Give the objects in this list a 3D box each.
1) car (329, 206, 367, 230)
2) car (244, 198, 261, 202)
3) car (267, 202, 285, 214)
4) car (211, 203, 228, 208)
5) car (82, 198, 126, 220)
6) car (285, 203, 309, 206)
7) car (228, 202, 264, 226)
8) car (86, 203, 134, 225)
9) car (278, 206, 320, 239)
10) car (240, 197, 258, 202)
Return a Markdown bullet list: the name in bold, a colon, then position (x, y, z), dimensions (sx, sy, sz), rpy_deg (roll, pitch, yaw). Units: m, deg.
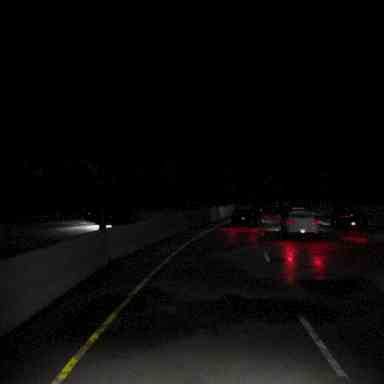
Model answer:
- **car**: position (10.859, 1.752, 23.258), dimensions (1.837, 1.490, 4.892), rpy_deg (-1, -1, 17)
- **car**: position (12.304, 2.307, 63.063), dimensions (1.994, 1.385, 4.181), rpy_deg (-1, -1, 39)
- **car**: position (10.575, 1.943, 40.963), dimensions (2.128, 1.511, 4.902), rpy_deg (-1, -1, 27)
- **car**: position (4.289, 2.122, 44.515), dimensions (1.895, 1.301, 4.718), rpy_deg (-1, -1, 28)
- **car**: position (-8.388, 1.620, 32.612), dimensions (2.150, 2.045, 5.566), rpy_deg (0, -1, 19)
- **car**: position (11.507, 1.866, 34.887), dimensions (2.128, 1.511, 4.902), rpy_deg (-1, -1, 24)
- **car**: position (4.363, 1.768, 25.886), dimensions (1.882, 1.535, 5.008), rpy_deg (0, -1, 17)
- **car**: position (-6.362, 1.890, 27.203), dimensions (1.994, 1.385, 4.181), rpy_deg (0, -1, 16)
- **car**: position (6.031, 1.733, 18.800), dimensions (1.812, 1.442, 4.674), rpy_deg (0, -1, 13)
- **car**: position (11.781, 2.043, 67.942), dimensions (2.150, 2.045, 5.566), rpy_deg (-1, -1, 38)
